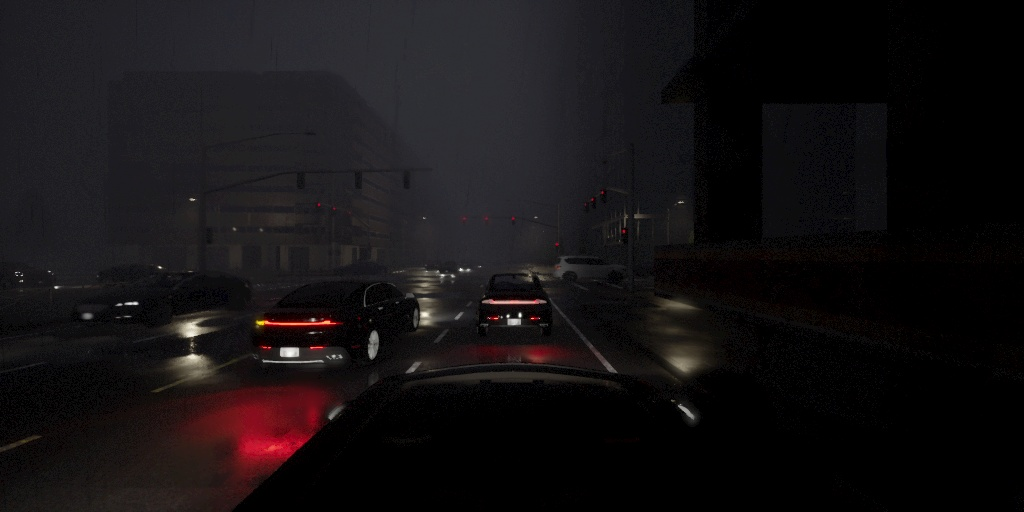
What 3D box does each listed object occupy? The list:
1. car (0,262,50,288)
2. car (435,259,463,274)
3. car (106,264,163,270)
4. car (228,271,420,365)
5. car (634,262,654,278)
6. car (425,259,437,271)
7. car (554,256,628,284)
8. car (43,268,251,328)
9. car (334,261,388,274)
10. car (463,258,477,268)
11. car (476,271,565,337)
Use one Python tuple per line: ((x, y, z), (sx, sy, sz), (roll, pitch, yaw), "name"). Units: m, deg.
((-33.392, 1.157, 23.716), (4.553, 1.767, 2.097), (0, 0, 0), "car")
((-7.276, 1.301, 41.793), (2.033, 1.411, 5.357), (0, 0, -3), "car")
((-24.325, 1.297, 23.697), (4.902, 1.511, 2.128), (0, 0, 0), "car")
((-3.451, 1.255, 8.018), (1.837, 1.490, 4.892), (0, 0, 0), "car")
((13.951, 1.297, 34.326), (4.902, 1.511, 2.128), (0, 0, 0), "car")
((-10.981, 1.228, 50.874), (1.882, 1.535, 5.008), (0, 0, 0), "car")
((5.919, 1.019, 27.127), (5.566, 2.045, 2.150), (0, 1, 6), "car")
((-10.622, 1.241, 11.427), (2.128, 1.511, 4.902), (0, 0, 0), "car")
((-14.750, 1.267, 35.236), (5.008, 1.535, 1.882), (0, 2, -43), "car")
((-7.422, 1.242, 58.838), (2.128, 1.511, 4.902), (0, 0, 1), "car")
((0.060, 1.242, 10.337), (2.128, 1.511, 4.902), (0, 0, 0), "car")
